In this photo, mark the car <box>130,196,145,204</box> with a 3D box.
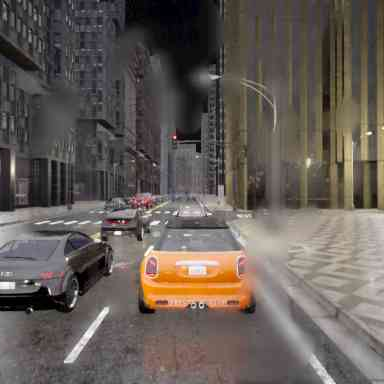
[{"bbox_3d":[-9.888,1.477,60.290,1.895,1.301,4.718,0,0,0],"label":"car"}]

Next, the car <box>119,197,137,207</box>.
[{"bbox_3d":[-9.905,1.471,51.588,1.994,1.385,4.181,0,0,0],"label":"car"}]

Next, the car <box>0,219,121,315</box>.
[{"bbox_3d":[-3.164,1.562,7.674,1.994,1.385,4.181,0,0,0],"label":"car"}]

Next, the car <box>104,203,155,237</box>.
[{"bbox_3d":[-3.166,1.494,16.570,1.837,1.490,4.892,0,0,0],"label":"car"}]

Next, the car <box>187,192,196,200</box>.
[{"bbox_3d":[-0.097,0.980,84.295,2.097,1.767,4.553,0,0,0],"label":"car"}]

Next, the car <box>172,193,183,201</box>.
[{"bbox_3d":[-3.335,1.174,74.286,2.097,1.767,4.553,0,0,0],"label":"car"}]

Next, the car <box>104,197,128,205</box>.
[{"bbox_3d":[-9.897,1.440,42.675,1.837,1.490,4.892,0,0,0],"label":"car"}]

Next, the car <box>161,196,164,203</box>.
[{"bbox_3d":[-6.608,1.405,65.552,2.033,1.411,5.357,0,0,1],"label":"car"}]

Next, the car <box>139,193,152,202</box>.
[{"bbox_3d":[-9.832,1.196,70.400,2.097,1.767,4.553,0,0,0],"label":"car"}]

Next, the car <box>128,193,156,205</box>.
[{"bbox_3d":[-6.623,1.151,44.790,2.150,2.045,5.566,0,0,2],"label":"car"}]

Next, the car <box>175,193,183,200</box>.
[{"bbox_3d":[-3.347,1.124,84.322,1.837,1.490,4.892,0,0,0],"label":"car"}]

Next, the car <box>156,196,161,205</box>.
[{"bbox_3d":[-6.649,1.421,54.941,1.812,1.442,4.674,0,0,0],"label":"car"}]

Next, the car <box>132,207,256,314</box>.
[{"bbox_3d":[0.095,1.350,7.771,2.097,1.767,4.553,0,0,0],"label":"car"}]

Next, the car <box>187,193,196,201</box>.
[{"bbox_3d":[-0.085,1.343,74.321,1.812,1.442,4.674,0,0,0],"label":"car"}]

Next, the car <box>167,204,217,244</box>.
[{"bbox_3d":[0.013,1.480,16.777,2.128,1.511,4.902,0,0,1],"label":"car"}]
